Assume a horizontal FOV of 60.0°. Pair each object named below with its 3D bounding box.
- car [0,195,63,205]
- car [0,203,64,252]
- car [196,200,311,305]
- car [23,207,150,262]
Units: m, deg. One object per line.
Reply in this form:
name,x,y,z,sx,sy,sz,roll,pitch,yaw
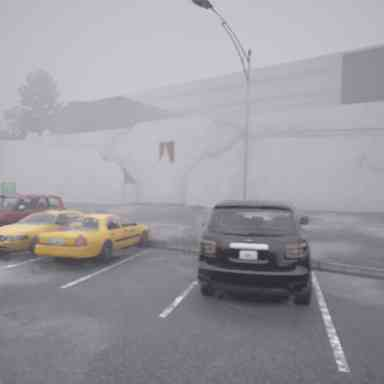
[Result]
car,-8.088,1.146,15.224,2.435,2.045,5.566,1,0,15
car,-5.693,1.404,13.327,1.946,1.575,5.366,1,0,16
car,1.686,1.210,8.313,2.435,2.045,5.566,0,-1,16
car,-3.158,1.424,11.946,1.946,1.575,5.366,0,-1,15
